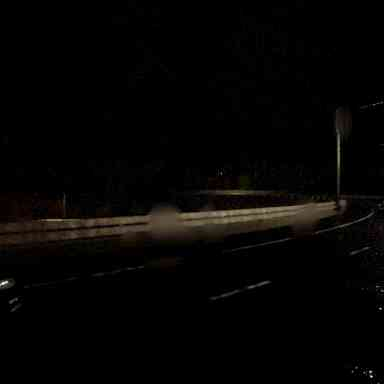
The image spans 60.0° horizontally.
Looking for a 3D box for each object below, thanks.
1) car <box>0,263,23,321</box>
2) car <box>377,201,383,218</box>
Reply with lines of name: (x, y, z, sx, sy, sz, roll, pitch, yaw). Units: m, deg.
car: (-5.127, 1.488, 4.669, 4.902, 1.511, 2.128, 0, 0, -38)
car: (17.536, 1.510, 29.339, 1.812, 1.442, 4.674, 0, 0, 34)
